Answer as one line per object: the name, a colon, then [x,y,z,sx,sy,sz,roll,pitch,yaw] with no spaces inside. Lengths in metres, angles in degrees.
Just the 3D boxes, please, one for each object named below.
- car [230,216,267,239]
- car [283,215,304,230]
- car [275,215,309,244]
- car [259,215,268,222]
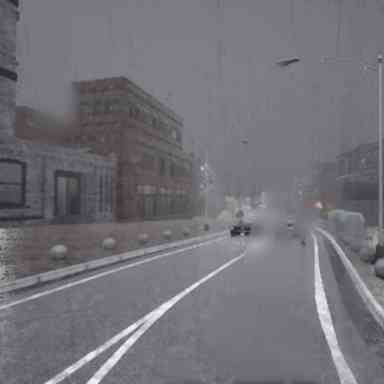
car: [4.123,2.676,24.626,1.895,1.301,4.718,0,-3,19]
car: [11.720,3.457,38.619,2.128,1.511,4.902,0,-3,15]
car: [6.518,2.455,21.709,2.128,1.511,4.902,0,-3,19]
car: [13.703,5.167,64.723,1.812,1.442,4.674,0,-4,8]
